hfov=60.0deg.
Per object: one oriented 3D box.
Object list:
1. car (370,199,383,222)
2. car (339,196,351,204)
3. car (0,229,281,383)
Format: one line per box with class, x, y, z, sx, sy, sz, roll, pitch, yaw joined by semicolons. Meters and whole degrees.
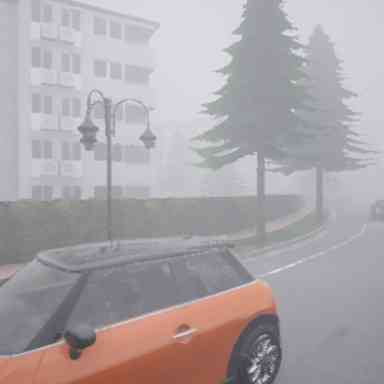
car;15.509;1.389;26.514;2.097;1.767;4.553;0;0;24
car;30.051;1.615;65.431;1.837;1.490;4.892;0;0;17
car;-1.110;1.377;3.487;4.553;1.767;2.097;0;0;-40
